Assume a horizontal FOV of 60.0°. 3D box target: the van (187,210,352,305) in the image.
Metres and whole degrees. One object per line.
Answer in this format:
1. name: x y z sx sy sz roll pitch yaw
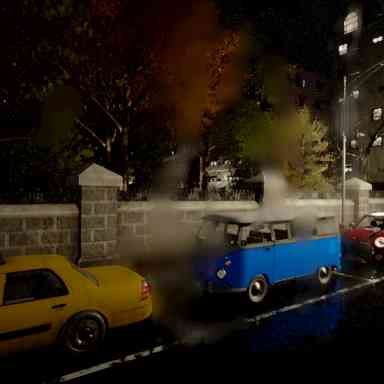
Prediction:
1. van: 1.806 1.343 7.840 3.998 1.788 1.690 0 1 -36

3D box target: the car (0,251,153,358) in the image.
1. car: -2.901 1.525 4.481 4.829 1.417 1.752 0 1 -36

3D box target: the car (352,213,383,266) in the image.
1. car: 6.374 1.442 11.103 4.097 1.590 1.967 0 1 -36
